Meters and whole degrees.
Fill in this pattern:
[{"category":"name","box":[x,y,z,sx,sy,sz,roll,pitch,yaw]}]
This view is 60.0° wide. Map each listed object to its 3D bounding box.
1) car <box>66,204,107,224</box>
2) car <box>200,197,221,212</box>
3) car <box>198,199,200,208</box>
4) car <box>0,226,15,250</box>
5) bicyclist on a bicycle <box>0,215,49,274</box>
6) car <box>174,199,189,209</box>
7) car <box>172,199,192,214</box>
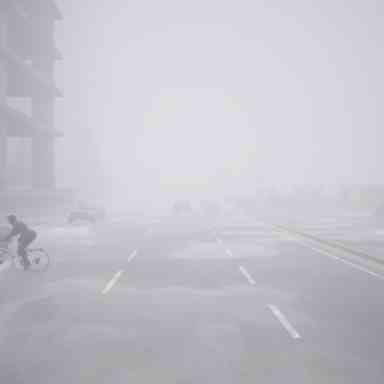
[{"category":"car","box":[-7.820,1.601,25.024,1.895,1.301,4.718,0,0,-2]},{"category":"car","box":[2.298,1.564,39.107,1.994,1.385,4.181,0,0,-2]},{"category":"car","box":[1.938,1.478,49.029,1.882,1.535,5.008,0,0,-1]},{"category":"car","box":[-7.398,1.547,9.960,2.033,1.411,5.357,0,0,-2]},{"category":"bicyclist on a bicycle","box":[-4.786,1.455,9.185,1.656,1.620,0.582,-2,0,-2]},{"category":"car","box":[-1.402,1.601,45.490,1.895,1.301,4.718,0,0,-2]},{"category":"car","box":[-1.049,1.505,35.223,1.837,1.490,4.892,0,0,-2]}]
